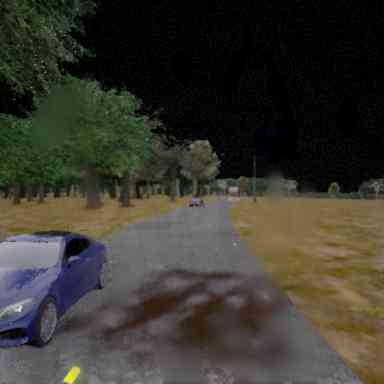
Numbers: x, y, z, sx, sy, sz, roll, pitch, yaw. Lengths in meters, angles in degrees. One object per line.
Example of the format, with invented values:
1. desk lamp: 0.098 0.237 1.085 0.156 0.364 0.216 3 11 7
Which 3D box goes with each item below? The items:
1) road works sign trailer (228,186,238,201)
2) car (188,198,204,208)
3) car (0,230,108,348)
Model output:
1. road works sign trailer: 10.116 0.432 81.133 2.380 3.560 2.880 0 0 11
2. car: 0.732 1.579 49.464 2.033 1.411 5.357 0 0 9
3. car: -2.977 1.537 6.476 1.812 1.442 4.674 0 0 1
